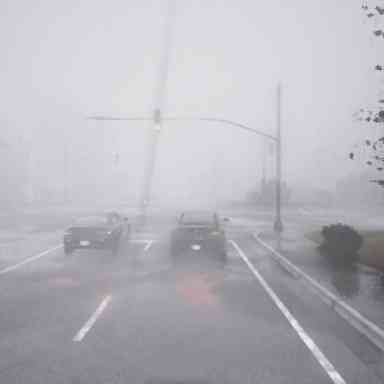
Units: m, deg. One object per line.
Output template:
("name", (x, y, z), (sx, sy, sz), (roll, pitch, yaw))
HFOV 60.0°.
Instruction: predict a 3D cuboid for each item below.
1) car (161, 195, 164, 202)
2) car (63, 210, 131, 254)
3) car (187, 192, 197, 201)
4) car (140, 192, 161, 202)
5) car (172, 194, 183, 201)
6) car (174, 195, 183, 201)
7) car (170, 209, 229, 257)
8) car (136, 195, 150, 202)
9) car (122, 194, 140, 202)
("car", (-6.991, 1.306, 71.527), (1.837, 1.490, 4.892), (0, -2, 0))
("car", (-3.566, 1.439, 13.032), (1.812, 1.442, 4.674), (0, 1, -2))
("car", (0.010, 1.169, 76.803), (2.150, 2.045, 5.566), (0, -2, 0))
("car", (-7.049, 0.751, 56.582), (2.097, 1.767, 4.553), (0, -1, 0))
("car", (-3.490, 1.310, 77.156), (2.097, 1.767, 4.553), (0, -2, 0))
("car", (-3.488, 1.620, 87.204), (2.033, 1.411, 5.357), (0, -2, 0))
("car", (0.340, 1.424, 12.648), (1.837, 1.490, 4.892), (0, 1, 5))
("car", (-10.490, 1.346, 71.552), (2.033, 1.411, 5.357), (0, -2, 0))
("car", (-10.547, 0.963, 56.561), (1.994, 1.385, 4.181), (0, -1, 0))
